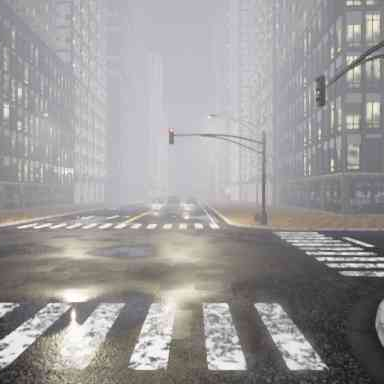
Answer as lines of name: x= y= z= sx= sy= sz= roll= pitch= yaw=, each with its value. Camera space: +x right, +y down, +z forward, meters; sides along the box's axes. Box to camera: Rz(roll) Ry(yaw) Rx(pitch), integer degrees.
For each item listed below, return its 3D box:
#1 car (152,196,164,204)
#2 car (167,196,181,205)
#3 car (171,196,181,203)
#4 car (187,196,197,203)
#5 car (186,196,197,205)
car: x=-6.554 y=1.592 z=64.214 sx=2.128 sy=1.511 sz=4.902 roll=0 pitch=0 yaw=0
car: x=-3.300 y=1.438 z=60.019 sx=2.097 sy=1.767 sz=4.553 roll=0 pitch=0 yaw=0
car: x=-3.309 y=1.549 z=70.080 sx=1.895 sy=1.301 sz=4.718 roll=0 pitch=0 yaw=0
car: x=-0.059 y=1.524 z=70.469 sx=1.994 sy=1.385 sz=4.181 roll=0 pitch=0 yaw=0
car: x=-0.050 y=1.689 z=60.497 sx=1.895 sy=1.301 sz=4.718 roll=0 pitch=0 yaw=0
